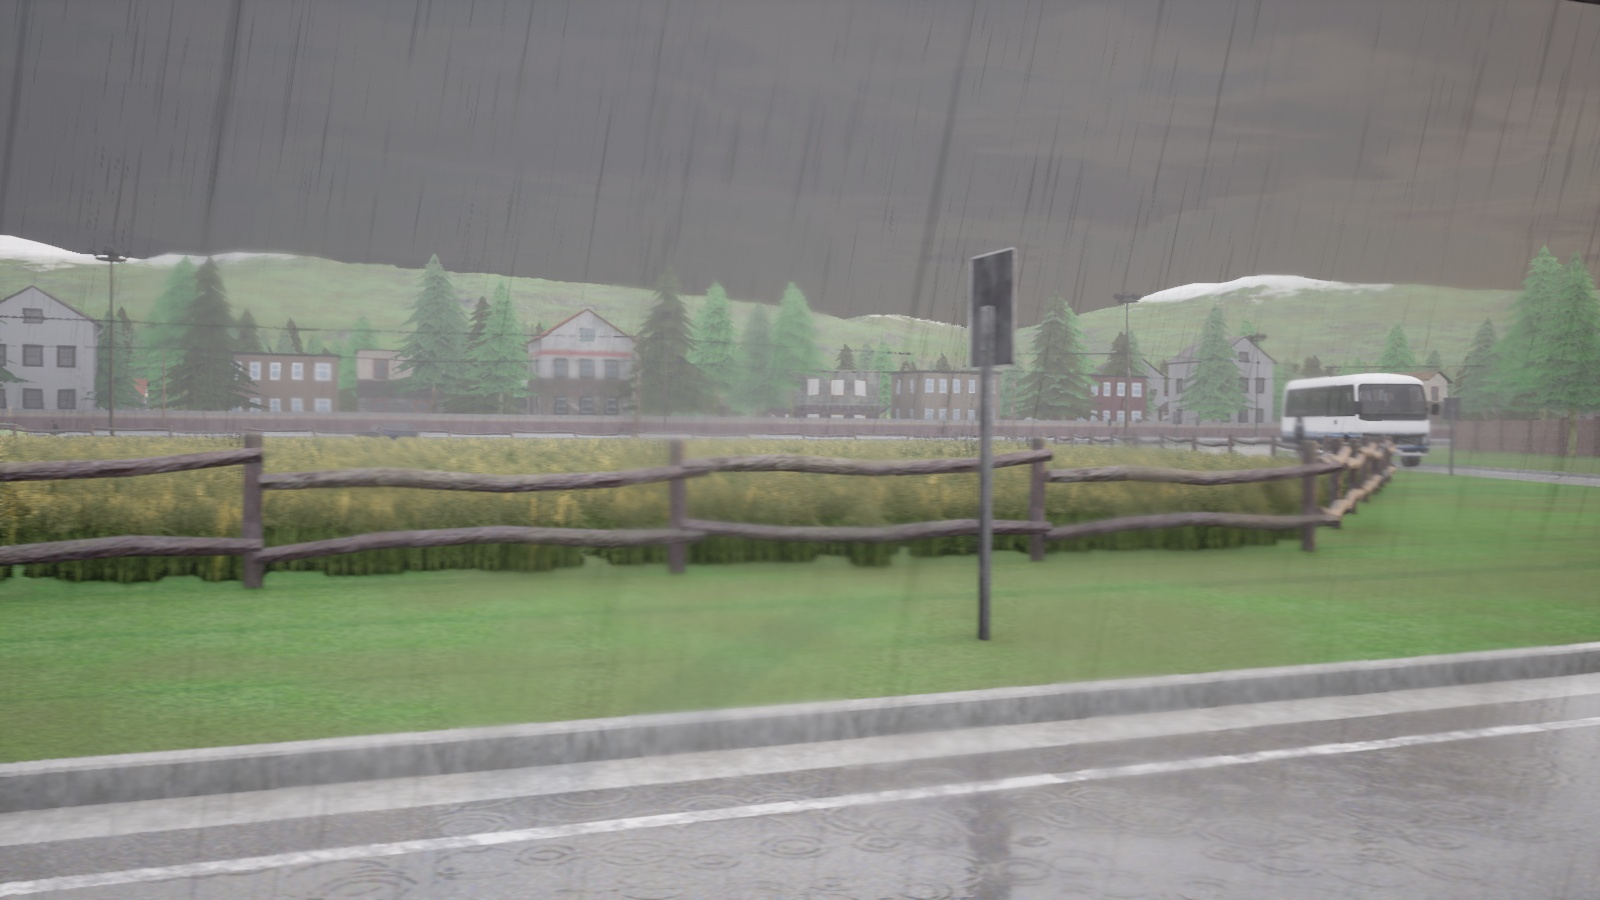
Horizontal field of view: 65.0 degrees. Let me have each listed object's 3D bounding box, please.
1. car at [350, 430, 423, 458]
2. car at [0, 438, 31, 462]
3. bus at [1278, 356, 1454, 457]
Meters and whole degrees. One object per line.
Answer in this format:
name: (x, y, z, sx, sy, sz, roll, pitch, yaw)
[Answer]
car: (-27.891, -0.432, 84.604, 4.553, 1.767, 2.097, -1, 1, -21)
car: (-53.380, 0.037, 82.538, 4.514, 1.525, 2.007, -1, 1, -21)
bus: (26.238, -1.958, 59.021, 3.944, 4.253, 10.273, -1, 1, 2)
